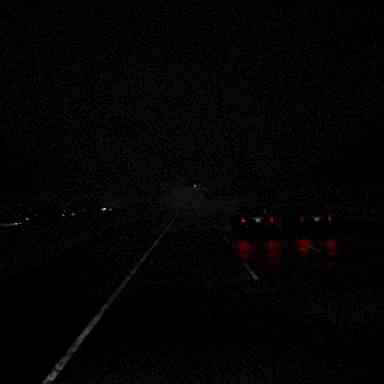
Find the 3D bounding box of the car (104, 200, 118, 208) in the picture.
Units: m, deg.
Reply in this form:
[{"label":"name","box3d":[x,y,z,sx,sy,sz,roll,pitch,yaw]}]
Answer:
[{"label":"car","box3d":[-17.474,2.542,71.895,2.097,1.767,4.553,0,-1,0]}]

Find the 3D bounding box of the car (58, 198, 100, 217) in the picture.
[{"label":"car","box3d":[-10.585,1.656,32.322,2.150,2.045,5.566,0,-1,0]}]

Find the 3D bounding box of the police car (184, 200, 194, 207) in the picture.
[{"label":"police car","box3d":[-1.019,2.935,84.214,1.930,1.638,5.238,0,-1,0]}]

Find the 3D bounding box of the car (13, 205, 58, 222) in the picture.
[{"label":"car","box3d":[-14.087,1.964,31.120,2.033,1.411,5.357,0,-1,0]}]

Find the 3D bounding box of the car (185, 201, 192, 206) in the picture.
[{"label":"car","box3d":[-1.016,3.289,94.106,1.812,1.442,4.674,0,-2,0]}]

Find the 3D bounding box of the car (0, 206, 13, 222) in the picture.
[{"label":"car","box3d":[-17.587,2.009,30.572,1.895,1.301,4.718,0,-1,0]}]

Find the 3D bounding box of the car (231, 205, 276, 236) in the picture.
[{"label":"car","box3d":[3.608,1.619,20.318,2.097,1.767,4.553,0,-1,0]}]

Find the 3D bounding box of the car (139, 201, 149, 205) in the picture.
[{"label":"car","box3d":[-10.474,2.729,73.670,2.128,1.511,4.902,0,-1,0]}]

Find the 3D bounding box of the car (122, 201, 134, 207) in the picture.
[{"label":"car","box3d":[-13.974,2.745,72.276,1.994,1.385,4.181,0,-1,0]}]

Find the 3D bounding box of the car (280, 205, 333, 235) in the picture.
[{"label":"car","box3d":[7.107,1.630,21.095,2.097,1.767,4.553,0,-1,0]}]
